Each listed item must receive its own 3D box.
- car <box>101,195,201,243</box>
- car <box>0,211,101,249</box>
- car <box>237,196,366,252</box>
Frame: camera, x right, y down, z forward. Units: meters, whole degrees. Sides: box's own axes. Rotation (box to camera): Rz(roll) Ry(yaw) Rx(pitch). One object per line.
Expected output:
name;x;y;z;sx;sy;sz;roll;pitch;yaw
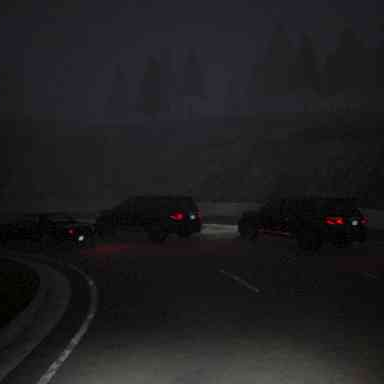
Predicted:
car;-2.177;1.164;15.880;5.566;2.045;2.150;0;-1;35
car;-6.513;1.549;14.100;4.718;1.301;1.895;0;0;21
car;4.299;1.172;13.973;2.150;2.045;5.566;1;0;-32
